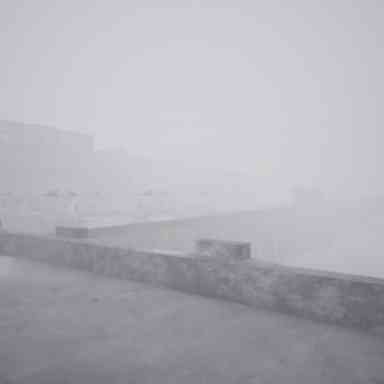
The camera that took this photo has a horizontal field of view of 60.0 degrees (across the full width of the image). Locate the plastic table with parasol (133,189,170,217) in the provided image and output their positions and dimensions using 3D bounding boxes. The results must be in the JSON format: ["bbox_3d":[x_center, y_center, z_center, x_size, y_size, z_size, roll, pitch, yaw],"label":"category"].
[{"bbox_3d":[-3.848,0.973,31.542,2.482,2.480,2.482,0,0,35],"label":"plastic table with parasol"}]
